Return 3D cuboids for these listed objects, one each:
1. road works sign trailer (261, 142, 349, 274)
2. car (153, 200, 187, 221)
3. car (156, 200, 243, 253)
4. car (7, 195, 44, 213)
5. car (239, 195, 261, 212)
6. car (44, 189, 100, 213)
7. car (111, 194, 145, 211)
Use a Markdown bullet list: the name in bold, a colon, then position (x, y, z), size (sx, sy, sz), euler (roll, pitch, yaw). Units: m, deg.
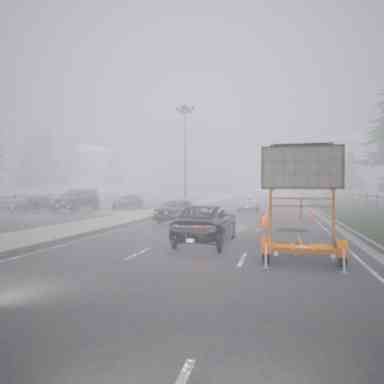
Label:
- **road works sign trailer**: position (3.354, 0.310, 10.233), size (2.380, 3.560, 2.880), euler (0, 1, 15)
- **car**: position (-0.851, 1.227, 21.477), size (2.033, 1.411, 5.357), euler (0, 1, 15)
- **car**: position (0.560, 1.296, 12.998), size (2.128, 1.511, 4.902), euler (0, 1, 15)
- **car**: position (-14.325, 1.045, 30.046), size (2.128, 1.511, 4.902), euler (0, 1, 15)
- **car**: position (5.438, 1.052, 31.731), size (1.812, 1.442, 4.674), euler (0, 1, 15)
- **car**: position (-10.581, 0.767, 30.532), size (2.150, 2.045, 5.566), euler (0, 1, 15)
- **car**: position (-6.288, 1.012, 33.147), size (1.837, 1.490, 4.892), euler (0, 1, 15)
